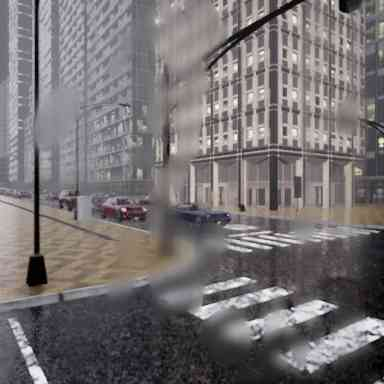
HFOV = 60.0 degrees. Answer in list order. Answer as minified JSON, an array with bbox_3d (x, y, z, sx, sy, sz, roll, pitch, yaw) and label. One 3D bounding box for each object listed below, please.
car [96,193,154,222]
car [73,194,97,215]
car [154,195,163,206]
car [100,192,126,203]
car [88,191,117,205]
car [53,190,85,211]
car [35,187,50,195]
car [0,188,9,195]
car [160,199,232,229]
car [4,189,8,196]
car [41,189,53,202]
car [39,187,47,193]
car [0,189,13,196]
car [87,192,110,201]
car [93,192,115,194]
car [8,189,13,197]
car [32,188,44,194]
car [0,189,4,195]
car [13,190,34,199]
[{"bbox_3d":[-4.583,1.076,22.245,1.967,1.590,4.097,1,0,-36],"label":"car"},{"bbox_3d":[-7.829,1.110,26.780,1.802,1.307,4.206,1,0,-36],"label":"car"},{"bbox_3d":[-4.291,0.996,36.238,1.802,1.307,4.206,1,0,-36],"label":"car"},{"bbox_3d":[-10.876,0.721,45.449,1.752,1.417,4.829,1,0,-36],"label":"car"},{"bbox_3d":[-11.224,0.733,41.458,1.882,1.535,5.008,0,1,-36],"label":"car"},{"bbox_3d":[-11.064,0.736,31.313,2.192,1.841,5.009,1,0,-36],"label":"car"},{"bbox_3d":[-36.719,-0.343,81.597,2.192,1.841,5.009,1,0,-36],"label":"car"},{"bbox_3d":[-43.493,-0.106,76.655,1.887,1.381,4.507,1,0,-36],"label":"car"},{"bbox_3d":[0.221,1.325,19.932,1.895,1.301,4.718,0,1,-35],"label":"car"},{"bbox_3d":[-33.767,0.215,63.053,1.887,1.381,4.507,1,0,-36],"label":"car"},{"bbox_3d":[-19.669,0.610,47.917,2.033,1.411,5.357,0,1,-35],"label":"car"},{"bbox_3d":[-33.482,-0.007,77.062,1.887,1.381,4.507,1,0,-36],"label":"car"},{"bbox_3d":[-40.252,0.022,72.121,1.947,1.339,4.313,1,0,-36],"label":"car"},{"bbox_3d":[-14.021,0.657,49.847,1.947,1.339,4.313,1,0,-36],"label":"car"},{"bbox_3d":[-7.018,0.976,30.079,2.128,1.511,4.902,0,1,-36],"label":"car"},{"bbox_3d":[-30.524,0.328,58.519,2.008,1.369,4.403,1,0,-36],"label":"car"},{"bbox_3d":[-39.969,-0.199,86.134,1.947,1.339,4.313,1,0,-36],"label":"car"},{"bbox_3d":[-37.009,0.114,67.587,2.008,1.369,4.403,1,0,-36],"label":"car"},{"bbox_3d":[-27.282,0.429,53.984,1.887,1.381,4.507,1,0,-36],"label":"car"}]
